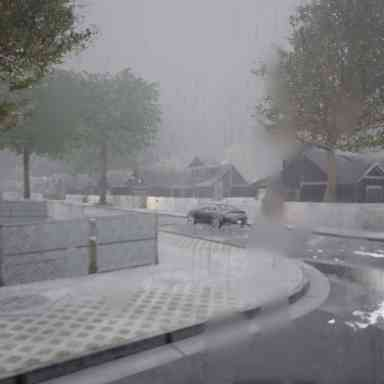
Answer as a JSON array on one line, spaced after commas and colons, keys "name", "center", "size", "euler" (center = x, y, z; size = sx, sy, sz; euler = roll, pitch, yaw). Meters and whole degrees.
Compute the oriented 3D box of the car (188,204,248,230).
[{"name": "car", "center": [1.482, 1.495, 21.180], "size": [2.128, 1.511, 4.902], "euler": [1, 0, -30]}]
